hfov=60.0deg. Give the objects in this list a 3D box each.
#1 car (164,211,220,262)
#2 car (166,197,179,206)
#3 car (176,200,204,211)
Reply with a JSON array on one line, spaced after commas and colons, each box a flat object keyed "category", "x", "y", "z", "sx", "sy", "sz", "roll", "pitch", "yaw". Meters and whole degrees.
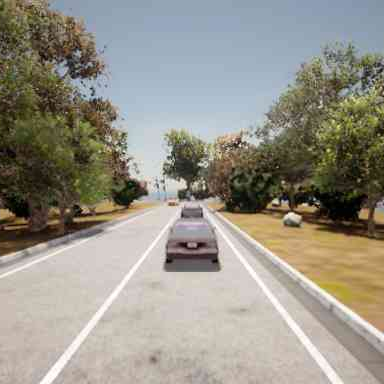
[{"category": "car", "x": 0.009, "y": 1.657, "z": 12.522, "sx": 2.033, "sy": 1.411, "sz": 5.357, "roll": 0, "pitch": 0, "yaw": 0}, {"category": "car", "x": -3.555, "y": 1.700, "z": 61.493, "sx": 2.097, "sy": 1.767, "sz": 4.553, "roll": 0, "pitch": 0, "yaw": 1}, {"category": "car", "x": 0.020, "y": 1.695, "z": 28.490, "sx": 2.128, "sy": 1.511, "sz": 4.902, "roll": 0, "pitch": 0, "yaw": 1}]
